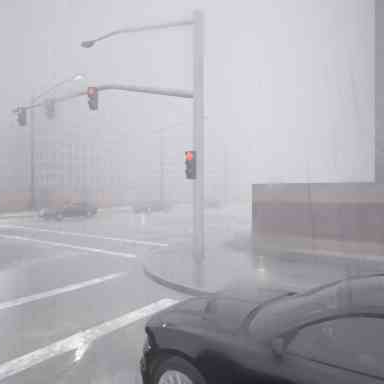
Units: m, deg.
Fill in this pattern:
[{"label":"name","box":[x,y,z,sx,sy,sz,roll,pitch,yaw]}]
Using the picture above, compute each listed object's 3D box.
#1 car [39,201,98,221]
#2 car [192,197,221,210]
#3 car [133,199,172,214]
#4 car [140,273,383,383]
[{"label":"car","box":[-10.105,1.491,27.436,2.128,1.511,4.902,0,0,34]},{"label":"car","box":[1.994,1.478,44.029,1.882,1.535,5.008,0,0,36]},{"label":"car","box":[-4.176,1.505,35.574,1.837,1.490,4.892,0,0,36]},{"label":"car","box":[1.731,1.478,2.771,5.008,1.535,1.882,0,0,37]}]
